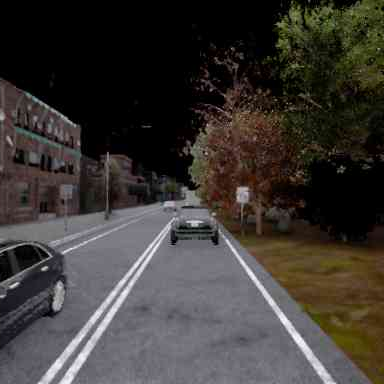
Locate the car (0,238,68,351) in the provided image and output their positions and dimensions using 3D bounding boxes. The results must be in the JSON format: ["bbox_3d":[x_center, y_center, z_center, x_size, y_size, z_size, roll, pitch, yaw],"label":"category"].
[{"bbox_3d":[-3.344,1.512,4.695,1.837,1.490,4.892,0,0,0],"label":"car"}]

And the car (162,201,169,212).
[{"bbox_3d":[-3.187,2.010,47.672,1.812,1.442,4.674,0,-1,1],"label":"car"}]

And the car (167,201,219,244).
[{"bbox_3d":[0.122,1.418,16.175,2.097,1.767,4.553,0,0,0],"label":"car"}]
